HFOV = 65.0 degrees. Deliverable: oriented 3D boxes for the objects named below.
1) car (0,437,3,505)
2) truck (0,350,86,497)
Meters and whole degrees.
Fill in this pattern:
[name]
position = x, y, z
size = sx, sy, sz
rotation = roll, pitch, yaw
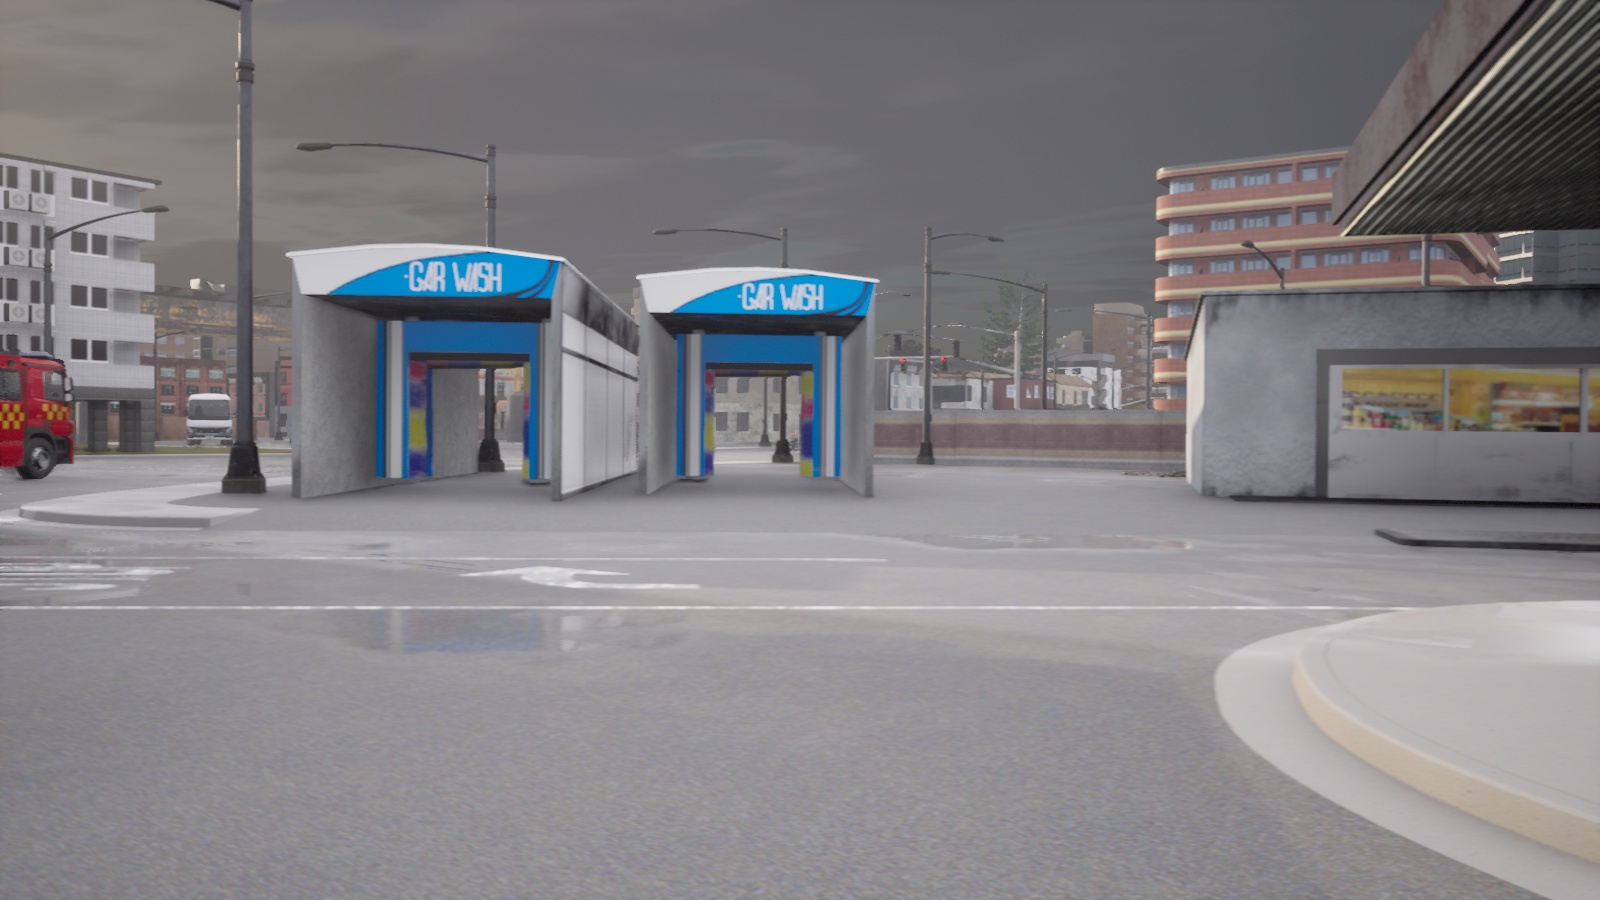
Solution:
[car]
position = -18.700, 0.526, 25.873
size = 1.882, 1.535, 5.008
rotation = -1, 1, -8
[truck]
position = -22.306, -0.673, 32.354
size = 2.891, 3.827, 8.468
rotation = -1, 1, 1
